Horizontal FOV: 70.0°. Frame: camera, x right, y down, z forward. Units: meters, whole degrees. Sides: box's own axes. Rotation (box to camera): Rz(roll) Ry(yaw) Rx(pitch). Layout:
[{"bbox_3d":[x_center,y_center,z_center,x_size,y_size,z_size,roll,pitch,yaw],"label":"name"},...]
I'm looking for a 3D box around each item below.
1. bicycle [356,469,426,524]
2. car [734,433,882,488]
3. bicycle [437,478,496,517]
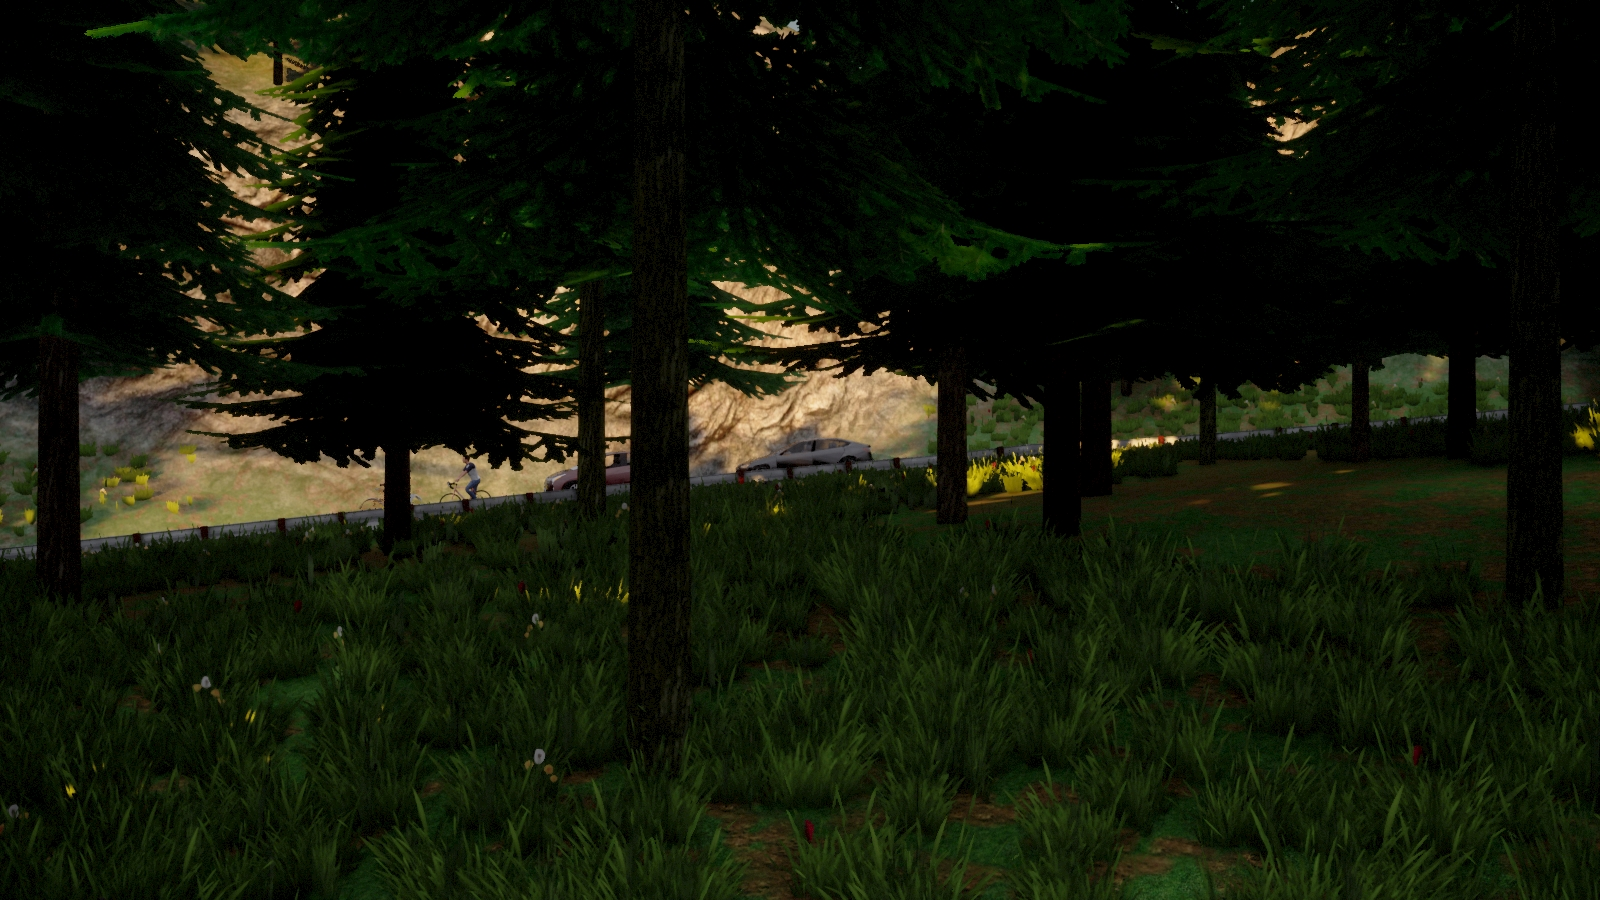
[{"bbox_3d":[-12.294,1.375,34.369,1.835,1.471,0.329,-5,3,-29],"label":"bicycle"},{"bbox_3d":[0.231,0.348,39.656,4.792,1.488,2.163,-4,1,-7],"label":"car"},{"bbox_3d":[-10.252,1.440,35.171,1.643,1.024,0.373,-5,3,-36],"label":"bicycle"}]
